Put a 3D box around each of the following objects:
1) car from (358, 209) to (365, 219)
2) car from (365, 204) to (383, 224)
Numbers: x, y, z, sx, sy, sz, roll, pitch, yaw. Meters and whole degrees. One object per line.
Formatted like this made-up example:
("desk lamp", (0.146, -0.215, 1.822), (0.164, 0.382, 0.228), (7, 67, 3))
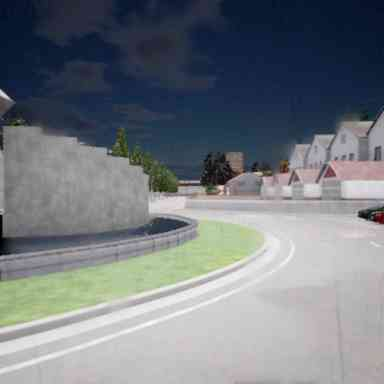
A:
("car", (15.478, 1.613, 26.273), (4.181, 1.385, 1.994), (0, 0, 16))
("car", (14.660, 1.600, 22.903), (4.181, 1.385, 1.994), (0, 0, 16))
